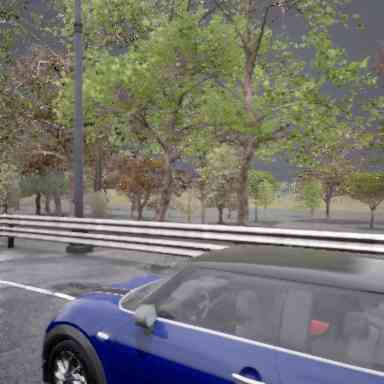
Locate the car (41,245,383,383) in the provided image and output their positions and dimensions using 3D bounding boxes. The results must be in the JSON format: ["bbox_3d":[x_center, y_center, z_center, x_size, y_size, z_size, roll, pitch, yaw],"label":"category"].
[{"bbox_3d":[0.505,1.358,3.402,4.553,1.767,2.097,0,0,34],"label":"car"}]
